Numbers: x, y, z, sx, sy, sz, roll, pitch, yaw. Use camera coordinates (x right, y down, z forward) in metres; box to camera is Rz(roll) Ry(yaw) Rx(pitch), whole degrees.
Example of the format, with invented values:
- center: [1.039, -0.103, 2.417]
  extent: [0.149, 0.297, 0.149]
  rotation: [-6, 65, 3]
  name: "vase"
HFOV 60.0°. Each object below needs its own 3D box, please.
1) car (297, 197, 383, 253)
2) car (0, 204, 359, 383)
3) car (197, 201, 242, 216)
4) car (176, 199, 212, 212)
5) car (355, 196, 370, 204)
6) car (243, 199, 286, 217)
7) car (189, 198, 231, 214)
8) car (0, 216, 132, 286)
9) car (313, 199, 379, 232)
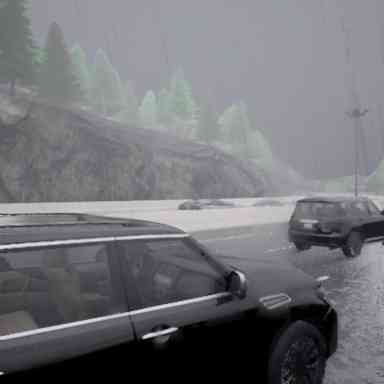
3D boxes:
- center: [6.022, 1.234, 13.003]
  extent: [5.566, 2.045, 2.150]
  rotation: [0, 0, -39]
  name: "car"
- center: [-0.926, 1.228, 3.183]
  extent: [5.566, 2.045, 2.150]
  rotation: [0, 0, -36]
  name: "car"
- center: [2.905, 1.646, 33.805]
  extent: [4.718, 1.301, 1.895]
  rotation: [0, 0, -43]
  name: "car"
- center: [0.278, 1.623, 41.008]
  extent: [4.181, 1.385, 1.994]
  rotation: [0, 0, -44]
  name: "car"
- center: [33.112, 1.584, 64.572]
  extent: [2.033, 1.411, 5.357]
  rotation: [0, 0, 33]
  name: "car"
- center: [7.335, 1.544, 33.231]
  extent: [4.892, 1.490, 1.837]
  rotation: [0, 0, -44]
  name: "car"
- center: [2.163, 1.530, 37.960]
  extent: [5.008, 1.535, 1.882]
  rotation: [0, 0, -44]
  name: "car"
- center: [-4.236, 1.545, 9.450]
  extent: [4.674, 1.442, 1.812]
  rotation: [0, 0, -36]
  name: "car"
- center: [9.732, 1.371, 20.859]
  extent: [4.553, 1.767, 2.097]
  rotation: [0, 0, -42]
  name: "car"
